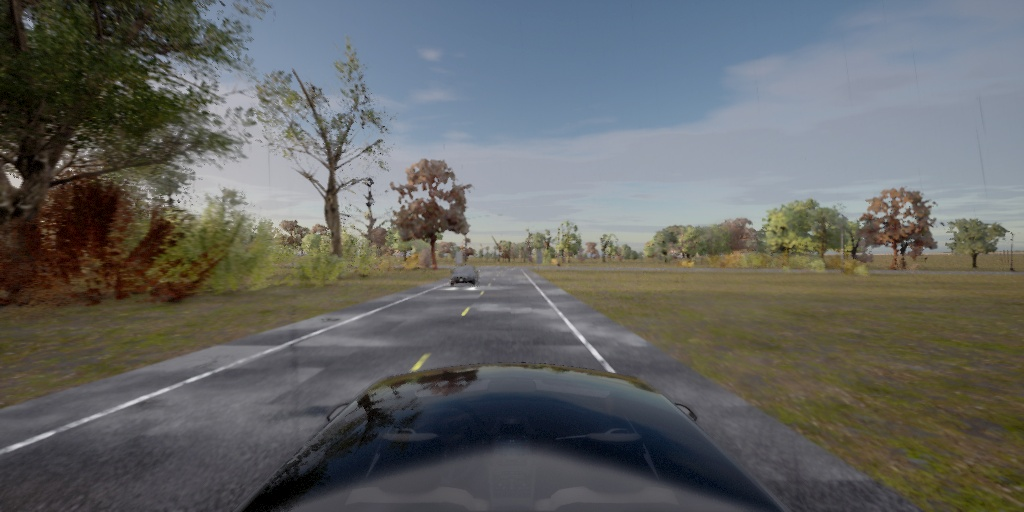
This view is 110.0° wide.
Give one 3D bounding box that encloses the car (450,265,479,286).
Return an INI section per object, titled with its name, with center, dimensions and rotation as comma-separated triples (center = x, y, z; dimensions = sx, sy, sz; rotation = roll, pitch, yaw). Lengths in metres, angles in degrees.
[car]
center = -3.595, 1.484, 27.779
dimensions = 1.837, 1.490, 4.892
rotation = 0, -1, 0
